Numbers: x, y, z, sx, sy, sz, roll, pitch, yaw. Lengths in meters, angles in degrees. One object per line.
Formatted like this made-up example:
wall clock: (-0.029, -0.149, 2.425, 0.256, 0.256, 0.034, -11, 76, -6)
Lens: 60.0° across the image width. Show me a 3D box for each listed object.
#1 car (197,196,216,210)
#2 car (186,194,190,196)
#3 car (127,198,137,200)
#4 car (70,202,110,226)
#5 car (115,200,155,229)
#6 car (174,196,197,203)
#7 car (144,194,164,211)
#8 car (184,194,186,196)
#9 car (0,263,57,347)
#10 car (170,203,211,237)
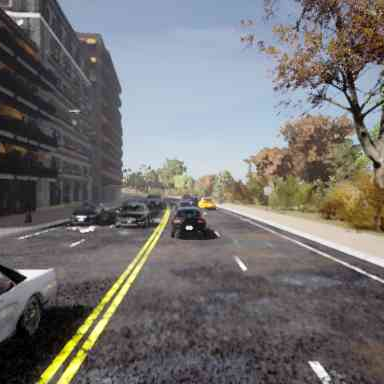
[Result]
car: (1.923, 1.477, 42.930, 1.882, 1.535, 5.008, 0, 0, -3)
car: (0.506, 1.486, 60.941, 2.128, 1.511, 4.902, 0, 0, -5)
car: (-8.171, 1.572, 45.261, 1.994, 1.385, 4.181, 0, 0, -4)
car: (-7.062, 1.501, 23.404, 2.128, 1.511, 4.902, 0, 0, -2)
car: (-3.758, 1.512, 21.890, 1.837, 1.490, 4.892, 0, 0, -2)
car: (-0.925, 1.495, 35.995, 2.128, 1.511, 4.902, 0, 0, -3)
car: (-4.676, 1.226, 41.382, 2.150, 2.045, 5.566, 0, 0, -3)
car: (-1.240, 1.337, 77.699, 2.097, 1.767, 4.553, 0, 0, -7)
car: (-3.384, 1.604, 3.838, 1.895, 1.301, 4.718, 0, 0, 0)
car: (-0.193, 1.530, 18.027, 1.812, 1.442, 4.674, 0, 0, -1)
